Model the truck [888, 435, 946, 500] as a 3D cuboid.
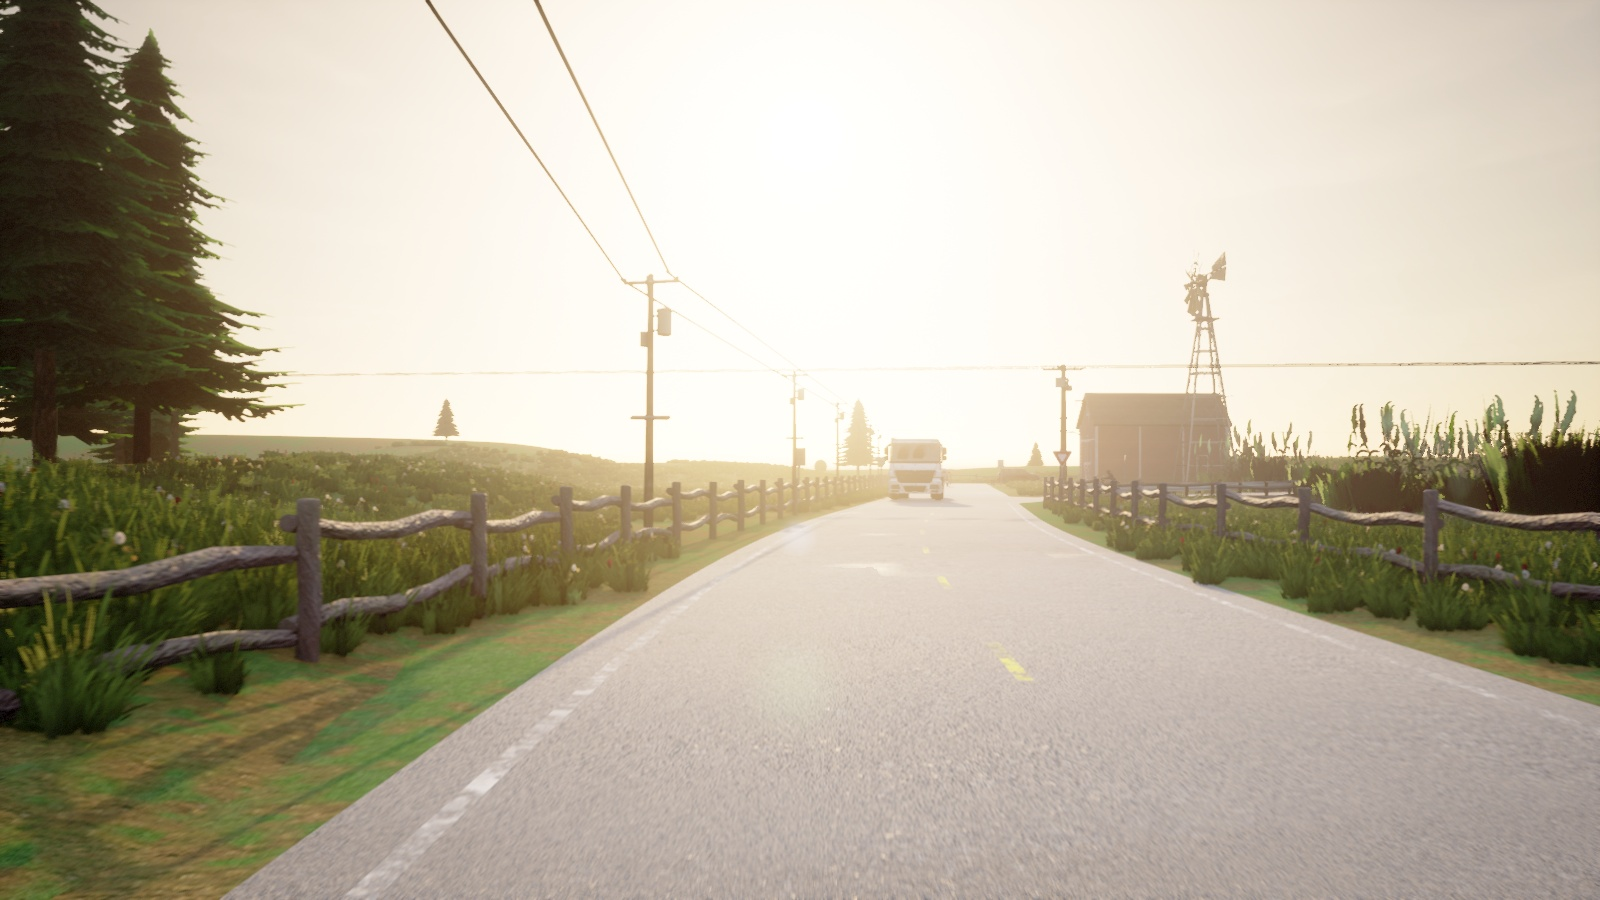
[{"bbox_3d":[6.663,0.984,70.586,2.891,3.462,7.936,0,-1,8],"label":"truck"}]
